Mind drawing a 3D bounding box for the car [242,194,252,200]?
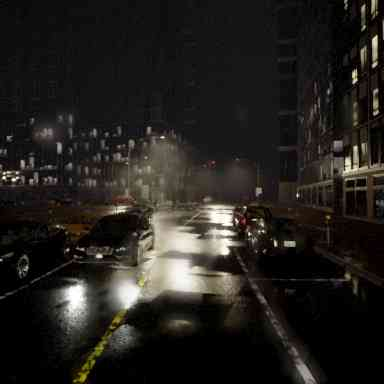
[{"bbox_3d":[12.604,1.433,76.045,2.192,1.841,5.009,1,0,15],"label":"car"}]

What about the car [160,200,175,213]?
[{"bbox_3d":[-2.983,1.591,37.153,2.008,1.369,4.403,1,0,7],"label":"car"}]

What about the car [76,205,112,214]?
[{"bbox_3d":[-4.884,1.538,15.297,1.752,1.417,4.829,1,0,3],"label":"car"}]

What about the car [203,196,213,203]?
[{"bbox_3d":[3.603,1.668,73.806,1.752,1.417,4.829,1,0,14],"label":"car"}]

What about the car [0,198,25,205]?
[{"bbox_3d":[-31.408,1.762,58.301,4.403,1.369,2.008,0,-1,15],"label":"car"}]

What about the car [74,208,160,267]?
[{"bbox_3d":[-2.441,1.512,11.505,1.837,1.490,4.892,0,0,2],"label":"car"}]

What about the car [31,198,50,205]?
[{"bbox_3d":[-29.498,1.888,65.948,4.829,1.417,1.752,0,-1,15],"label":"car"}]

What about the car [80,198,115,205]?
[{"bbox_3d":[-15.231,1.670,53.857,4.313,1.339,1.947,0,-1,15],"label":"car"}]

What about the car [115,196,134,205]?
[{"bbox_3d":[-13.151,1.569,61.461,5.009,1.841,2.192,0,-1,15],"label":"car"}]

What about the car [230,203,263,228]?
[{"bbox_3d":[3.666,1.554,23.212,1.887,1.381,4.507,1,0,5],"label":"car"}]

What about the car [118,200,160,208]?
[{"bbox_3d":[-4.114,1.575,26.396,2.008,1.369,4.403,1,0,5],"label":"car"}]

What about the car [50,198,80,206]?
[{"bbox_3d":[-20.624,1.690,55.338,4.403,1.369,2.008,0,-1,15],"label":"car"}]

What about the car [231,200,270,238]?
[{"bbox_3d":[3.276,1.447,17.582,1.967,1.590,4.097,1,0,4],"label":"car"}]

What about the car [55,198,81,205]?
[{"bbox_3d":[-23.940,1.876,64.421,4.403,1.369,2.008,0,-1,15],"label":"car"}]

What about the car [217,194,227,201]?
[{"bbox_3d":[8.167,1.522,89.895,2.192,1.841,5.009,1,0,16],"label":"car"}]

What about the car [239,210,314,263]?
[{"bbox_3d":[2.982,1.569,11.902,1.947,1.339,4.313,1,0,2],"label":"car"}]

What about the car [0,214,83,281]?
[{"bbox_3d":[-5.116,1.574,9.973,1.947,1.339,4.313,1,0,2],"label":"car"}]

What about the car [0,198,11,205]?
[{"bbox_3d":[-40.124,1.983,68.866,4.403,1.369,2.008,0,-1,15],"label":"car"}]
